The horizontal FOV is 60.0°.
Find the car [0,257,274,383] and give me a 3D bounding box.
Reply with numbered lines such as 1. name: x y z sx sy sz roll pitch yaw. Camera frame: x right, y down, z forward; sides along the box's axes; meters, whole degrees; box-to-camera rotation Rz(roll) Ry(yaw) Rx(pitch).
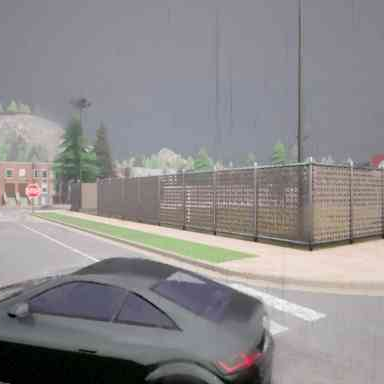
1. car: -1.135 1.569 4.124 4.181 1.385 1.994 0 1 16
